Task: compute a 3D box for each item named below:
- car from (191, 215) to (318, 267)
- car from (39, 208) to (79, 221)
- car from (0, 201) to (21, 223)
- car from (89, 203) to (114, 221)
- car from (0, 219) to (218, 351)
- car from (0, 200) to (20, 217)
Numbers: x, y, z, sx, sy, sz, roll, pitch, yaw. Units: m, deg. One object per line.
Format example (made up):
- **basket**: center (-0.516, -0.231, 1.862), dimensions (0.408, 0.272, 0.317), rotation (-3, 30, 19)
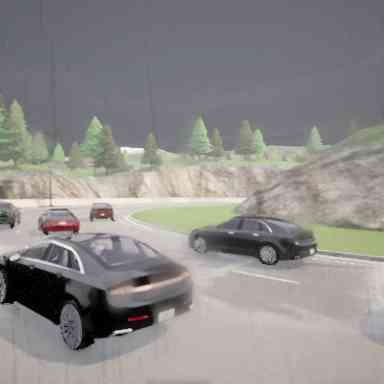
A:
- **car**: center (1.986, 1.603, 12.017), dimensions (4.892, 1.490, 1.837), rotation (0, 0, 44)
- **car**: center (-8.006, 1.668, 19.896), dimensions (1.994, 1.385, 4.181), rotation (0, 0, -28)
- **car**: center (-13.101, 1.452, 22.865), dimensions (2.097, 1.767, 4.553), rotation (1, 0, -22)
- **car**: center (-7.825, 1.646, 28.763), dimensions (1.882, 1.535, 5.008), rotation (0, 0, -17)
- **car**: center (-2.138, 1.529, 6.352), dimensions (4.902, 1.511, 2.128), rotation (0, 0, 43)
- **car**: center (-19.540, 1.636, 33.643), dimensions (2.128, 1.511, 4.902), rotation (0, 0, -7)
